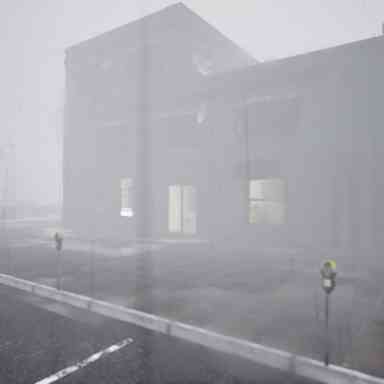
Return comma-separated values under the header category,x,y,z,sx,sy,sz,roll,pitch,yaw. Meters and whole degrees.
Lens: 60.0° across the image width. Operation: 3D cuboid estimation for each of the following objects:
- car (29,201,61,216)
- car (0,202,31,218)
category,x,y,z,sx,sy,sz,roll,pitch,yaw
car,-16.144,2.065,38.343,1.947,1.339,4.313,0,0,36
car,-19.388,2.025,33.923,2.008,1.369,4.403,0,0,36
